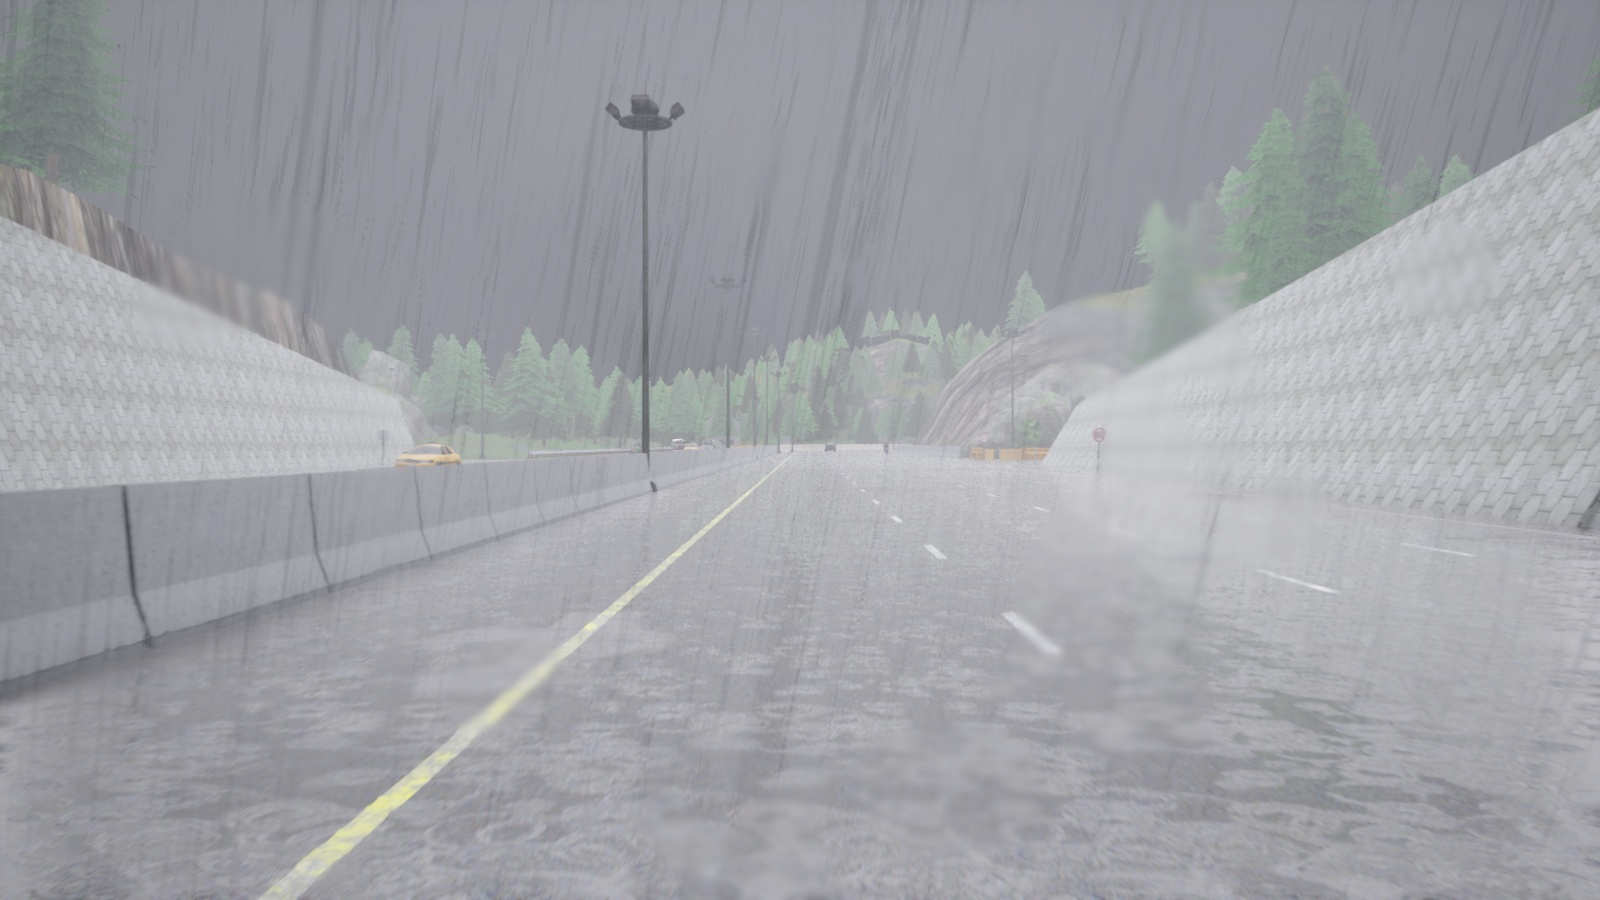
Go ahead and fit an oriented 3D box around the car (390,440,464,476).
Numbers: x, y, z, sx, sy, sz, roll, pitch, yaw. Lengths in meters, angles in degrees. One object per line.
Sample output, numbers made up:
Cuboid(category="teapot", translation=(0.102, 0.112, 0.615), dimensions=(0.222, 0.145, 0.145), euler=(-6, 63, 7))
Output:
Cuboid(category="car", translation=(-17.201, 0.344, 58.210), dimensions=(1.801, 1.575, 5.366), euler=(0, 0, 0))
